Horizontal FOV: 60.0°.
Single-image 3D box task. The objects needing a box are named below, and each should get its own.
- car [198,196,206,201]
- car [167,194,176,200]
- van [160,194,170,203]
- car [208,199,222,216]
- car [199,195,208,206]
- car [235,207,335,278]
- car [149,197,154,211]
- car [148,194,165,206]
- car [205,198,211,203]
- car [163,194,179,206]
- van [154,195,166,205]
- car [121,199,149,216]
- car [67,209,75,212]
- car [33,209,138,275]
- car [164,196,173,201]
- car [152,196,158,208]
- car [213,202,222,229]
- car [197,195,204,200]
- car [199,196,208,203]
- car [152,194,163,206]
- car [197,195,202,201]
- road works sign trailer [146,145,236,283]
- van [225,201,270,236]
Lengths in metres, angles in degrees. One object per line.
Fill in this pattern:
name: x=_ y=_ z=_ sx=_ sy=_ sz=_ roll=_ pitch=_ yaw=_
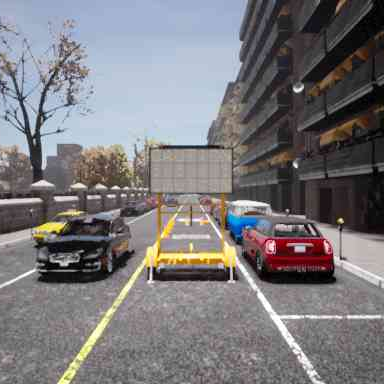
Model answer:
car: x=2.509 y=1.628 z=83.363 sx=1.947 sy=1.339 sz=4.313 roll=0 pitch=0 yaw=0
car: x=-5.896 y=1.398 z=94.605 sx=2.192 sy=1.841 sz=5.009 roll=0 pitch=0 yaw=0
van: x=-5.847 y=1.385 z=72.084 sx=1.690 sy=1.788 sz=3.998 roll=0 pitch=0 yaw=0
car: x=2.632 y=1.551 z=27.061 sx=2.008 sy=1.369 sz=4.403 roll=0 pitch=0 yaw=0
car: x=2.570 y=1.601 z=55.210 sx=1.802 sy=1.307 sz=4.206 roll=0 pitch=0 yaw=0
car: x=2.669 y=1.440 z=10.169 sx=1.967 sy=1.590 sz=4.097 roll=0 pitch=0 yaw=0
car: x=-5.773 y=1.583 z=38.304 sx=1.802 sy=1.307 sz=4.206 roll=0 pitch=0 yaw=0
car: x=-5.810 y=1.334 z=55.192 sx=2.192 sy=1.841 sz=5.009 roll=0 pitch=0 yaw=0
car: x=2.620 y=1.545 z=32.691 sx=1.887 sy=1.381 sz=4.507 roll=0 pitch=0 yaw=0
car: x=-3.114 y=1.373 z=52.268 sx=1.994 sy=1.385 sz=4.181 roll=0 pitch=0 yaw=0
van: x=-5.822 y=1.368 z=60.823 sx=1.690 sy=1.788 sz=3.998 roll=0 pitch=0 yaw=0
car: x=-5.760 y=1.567 z=32.674 sx=1.947 sy=1.339 sz=4.313 roll=0 pitch=0 yaw=0
car: x=-5.723 y=1.525 z=15.612 sx=1.752 sy=1.417 sz=4.829 roll=0 pitch=0 yaw=0
car: x=-3.121 y=1.504 z=10.526 sx=1.837 sy=1.490 sz=4.892 roll=0 pitch=0 yaw=0
car: x=-5.872 y=1.628 z=83.344 sx=1.947 sy=1.339 sz=4.313 roll=0 pitch=0 yaw=0
car: x=-5.785 y=1.548 z=43.933 sx=1.887 sy=1.381 sz=4.507 roll=0 pitch=0 yaw=0
car: x=2.645 y=1.566 z=21.430 sx=1.947 sy=1.339 sz=4.313 roll=0 pitch=0 yaw=0
car: x=2.484 y=1.523 z=94.623 sx=1.967 sy=1.590 sz=4.097 roll=0 pitch=0 yaw=0
car: x=2.533 y=1.626 z=72.102 sx=1.802 sy=1.307 sz=4.206 roll=0 pitch=0 yaw=0
car: x=-5.797 y=1.450 z=49.561 sx=1.967 sy=1.590 sz=4.097 roll=0 pitch=0 yaw=0
car: x=2.546 y=1.475 z=66.472 sx=1.967 sy=1.590 sz=4.097 roll=0 pitch=0 yaw=0
road works sign trailer: x=-0.021 y=0.464 z=9.613 sx=2.380 sy=3.560 sz=2.880 roll=0 pitch=0 yaw=0
van: x=2.657 y=1.341 z=15.800 sx=1.690 sy=1.788 sz=3.998 roll=0 pitch=0 yaw=0
